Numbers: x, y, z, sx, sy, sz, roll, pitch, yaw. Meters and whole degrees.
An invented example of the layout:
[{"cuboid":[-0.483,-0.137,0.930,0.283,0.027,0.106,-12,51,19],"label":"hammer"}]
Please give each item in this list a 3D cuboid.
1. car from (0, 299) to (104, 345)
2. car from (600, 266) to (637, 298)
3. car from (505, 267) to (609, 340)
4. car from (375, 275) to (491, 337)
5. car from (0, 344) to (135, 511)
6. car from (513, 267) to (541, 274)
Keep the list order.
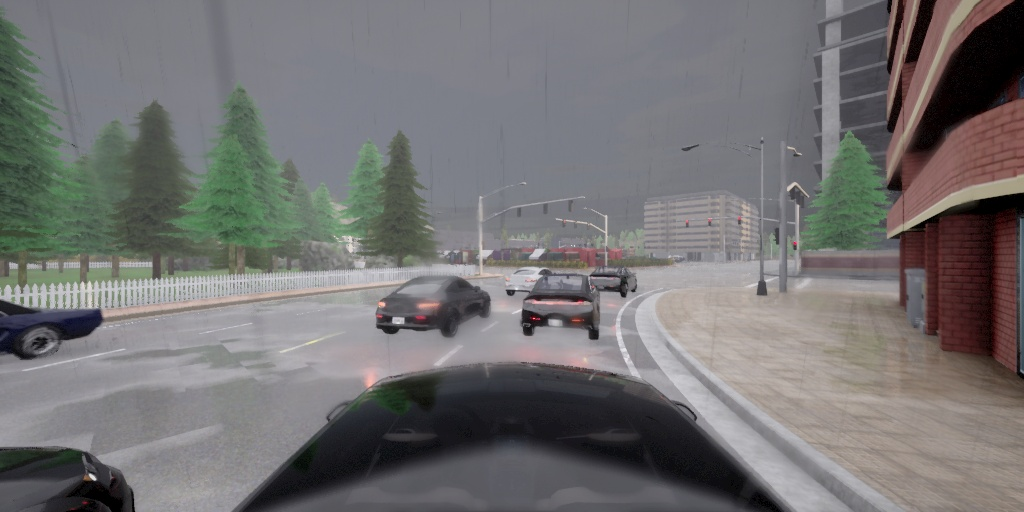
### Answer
[{"cuboid":[-10.184,1.351,5.719,1.895,1.301,4.718,0,0,7],"label":"car"},{"cuboid":[5.304,1.241,18.753,2.128,1.511,4.902,0,0,28],"label":"car"},{"cuboid":[1.540,1.242,10.128,2.128,1.511,4.902,0,0,14],"label":"car"},{"cuboid":[-2.007,1.276,10.252,1.812,1.442,4.674,0,0,13],"label":"car"},{"cuboid":[-3.170,1.314,0.344,1.994,1.385,4.181,0,0,-2],"label":"car"},{"cuboid":[1.227,1.276,18.757,1.812,1.442,4.674,0,0,26],"label":"car"}]
